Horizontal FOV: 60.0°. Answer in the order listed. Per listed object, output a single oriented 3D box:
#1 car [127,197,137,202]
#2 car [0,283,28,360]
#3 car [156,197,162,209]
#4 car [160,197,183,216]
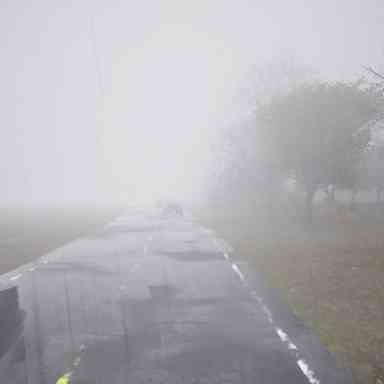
[{"bbox_3d":[-14.125,1.750,77.888,1.895,1.301,4.718,0,0,-16],"label":"car"},{"bbox_3d":[-3.141,1.553,2.206,2.033,1.411,5.357,0,0,-1],"label":"car"},{"bbox_3d":[-3.920,1.454,46.524,2.097,1.767,4.553,0,0,-9],"label":"car"},{"bbox_3d":[-1.954,1.580,32.915,1.837,1.490,4.892,0,0,-7],"label":"car"}]
